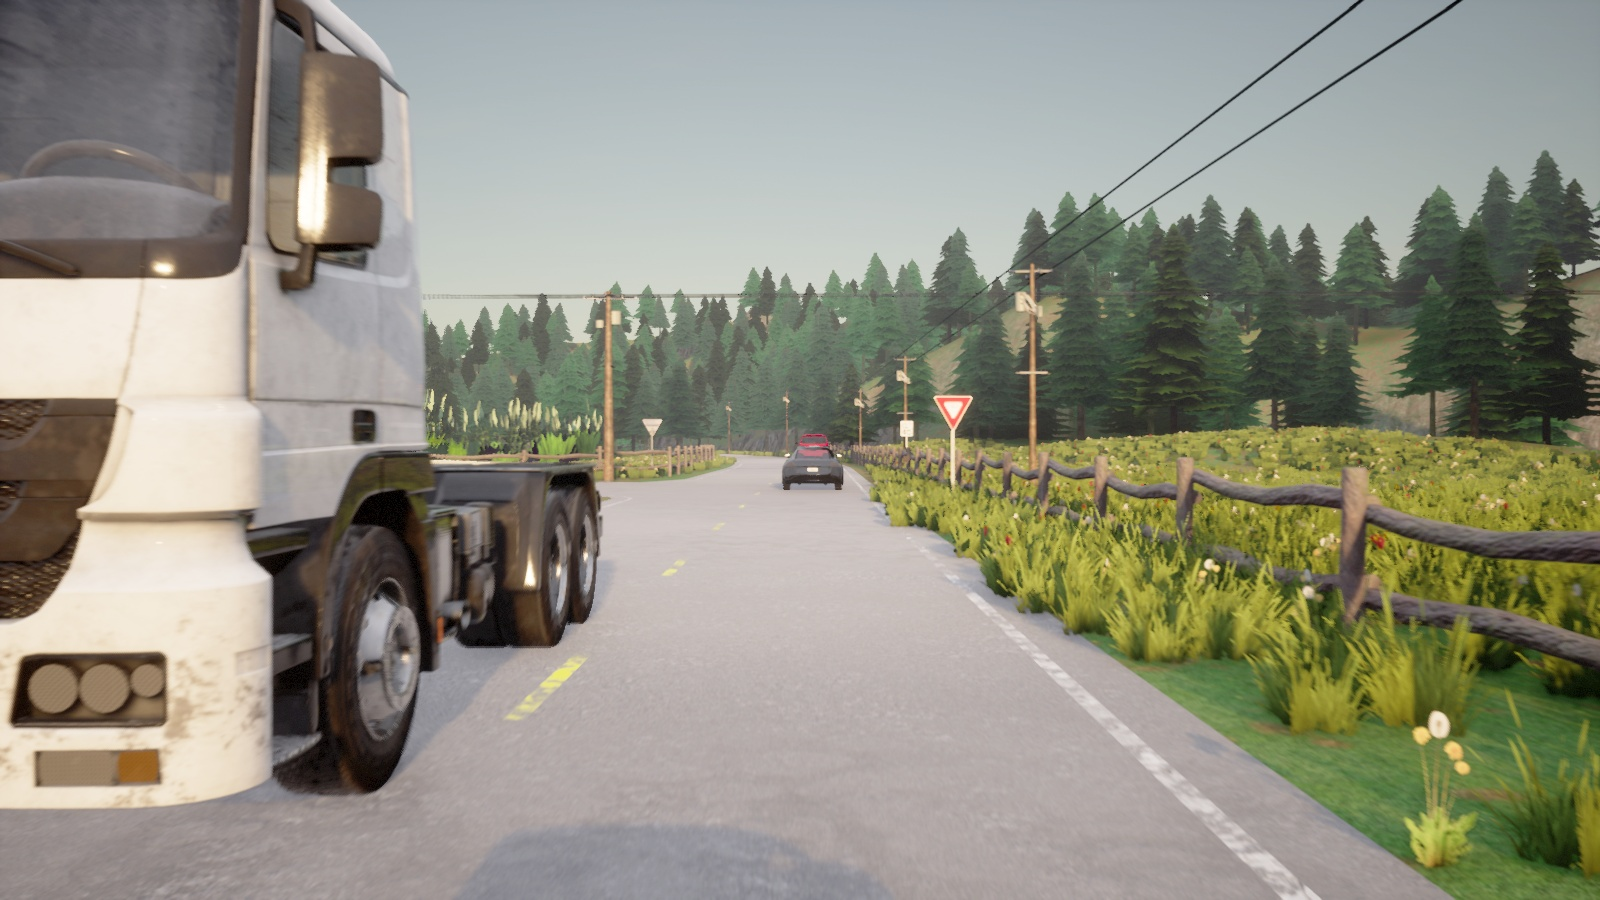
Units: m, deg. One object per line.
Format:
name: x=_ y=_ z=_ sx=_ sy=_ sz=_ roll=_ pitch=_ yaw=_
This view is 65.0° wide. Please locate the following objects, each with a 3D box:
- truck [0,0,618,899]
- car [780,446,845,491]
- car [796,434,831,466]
truck: x=-3.141 y=-0.281 z=7.576 sx=2.891 sy=3.462 sz=7.936 roll=0 pitch=0 yaw=0
car: x=0.427 y=0.572 z=41.322 sx=1.994 sy=1.385 sz=4.181 roll=1 pitch=0 yaw=1
car: x=0.842 y=0.000 z=82.726 sx=2.150 sy=2.045 sz=5.566 roll=0 pitch=0 yaw=-1
